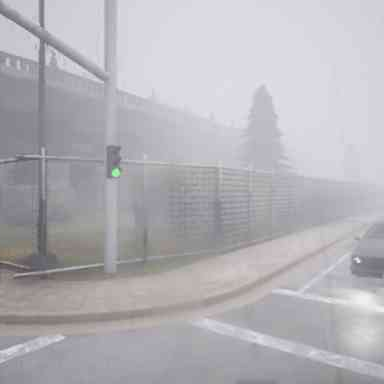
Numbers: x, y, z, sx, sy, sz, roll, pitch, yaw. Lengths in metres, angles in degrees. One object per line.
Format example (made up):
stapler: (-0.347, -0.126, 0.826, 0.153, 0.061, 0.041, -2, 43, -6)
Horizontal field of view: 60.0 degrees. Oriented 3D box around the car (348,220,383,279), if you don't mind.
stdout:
car: (6.013, 1.535, 9.667, 2.033, 1.411, 5.357, 0, 0, 35)
